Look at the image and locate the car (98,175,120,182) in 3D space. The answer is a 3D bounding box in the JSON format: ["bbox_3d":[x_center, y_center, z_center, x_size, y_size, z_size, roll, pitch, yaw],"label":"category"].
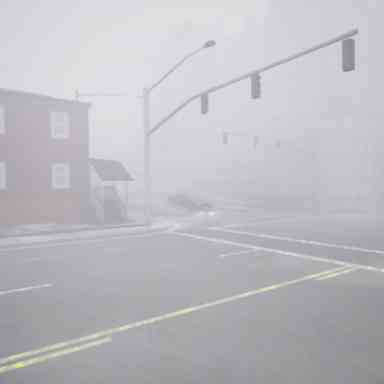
[{"bbox_3d":[-11.541,-2.391,46.167,2.128,1.511,4.902,-1,13,-36],"label":"car"}]

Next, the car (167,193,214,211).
[{"bbox_3d":[-0.277,0.785,30.579,2.033,1.411,5.357,-1,6,-36],"label":"car"}]
